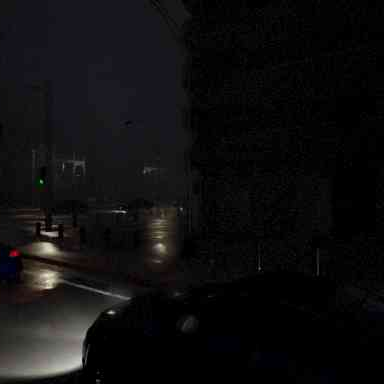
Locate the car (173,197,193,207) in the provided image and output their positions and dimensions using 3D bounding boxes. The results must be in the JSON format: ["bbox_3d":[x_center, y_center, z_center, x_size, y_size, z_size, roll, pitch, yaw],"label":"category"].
[{"bbox_3d":[-0.769,1.449,49.409,1.837,1.490,4.892,0,0,36],"label":"car"}]

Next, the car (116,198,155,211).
[{"bbox_3d":[-6.824,1.492,41.052,2.033,1.411,5.357,0,0,36],"label":"car"}]

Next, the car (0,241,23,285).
[{"bbox_3d":[-6.091,1.564,8.317,4.181,1.385,1.994,0,0,36],"label":"car"}]

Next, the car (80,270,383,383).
[{"bbox_3d":[0.761,1.564,3.448,4.181,1.385,1.994,0,0,36],"label":"car"}]

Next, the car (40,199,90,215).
[{"bbox_3d":[-12.553,1.449,33.120,1.837,1.490,4.892,0,0,36],"label":"car"}]
